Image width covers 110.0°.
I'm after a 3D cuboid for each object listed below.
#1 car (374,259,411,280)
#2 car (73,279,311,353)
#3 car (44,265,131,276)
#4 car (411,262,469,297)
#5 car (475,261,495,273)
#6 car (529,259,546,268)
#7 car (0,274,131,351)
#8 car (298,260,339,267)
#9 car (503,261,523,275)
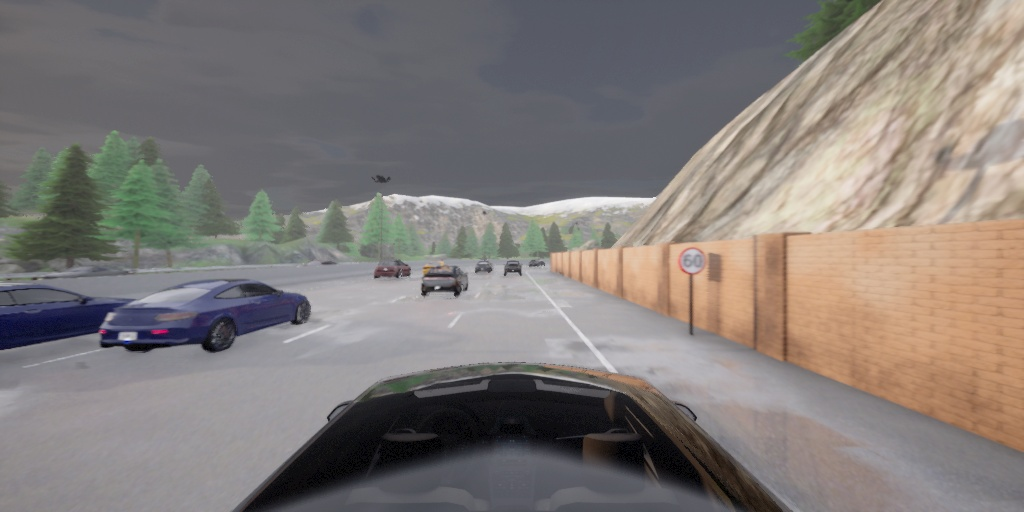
[{"bbox_3d":[-10.402,1.103,31.637,2.097,1.767,4.553,0,0,0],"label":"car"},{"bbox_3d":[-6.899,1.276,8.741,1.812,1.442,4.674,0,0,0],"label":"car"},{"bbox_3d":[-28.086,1.315,23.831,1.994,1.385,4.181,0,0,0],"label":"car"},{"bbox_3d":[-3.400,1.242,18.780,2.128,1.511,4.902,0,0,0],"label":"car"},{"bbox_3d":[-3.264,1.277,43.098,1.812,1.442,4.674,0,0,3],"label":"car"},{"bbox_3d":[4.484,1.256,62.810,1.837,1.490,4.892,-2,-1,22],"label":"car"},{"bbox_3d":[-10.400,1.276,7.408,1.812,1.442,4.674,0,0,0],"label":"car"},{"bbox_3d":[-21.029,1.229,38.682,1.882,1.535,5.008,0,0,1],"label":"car"},{"bbox_3d":[0.104,1.255,38.960,1.837,1.490,4.892,0,0,0],"label":"car"}]
